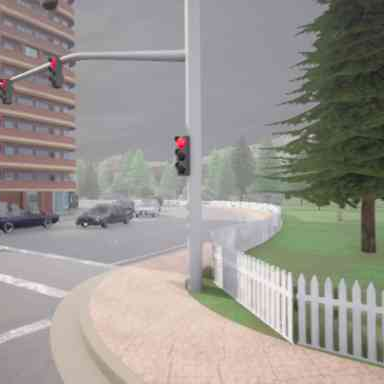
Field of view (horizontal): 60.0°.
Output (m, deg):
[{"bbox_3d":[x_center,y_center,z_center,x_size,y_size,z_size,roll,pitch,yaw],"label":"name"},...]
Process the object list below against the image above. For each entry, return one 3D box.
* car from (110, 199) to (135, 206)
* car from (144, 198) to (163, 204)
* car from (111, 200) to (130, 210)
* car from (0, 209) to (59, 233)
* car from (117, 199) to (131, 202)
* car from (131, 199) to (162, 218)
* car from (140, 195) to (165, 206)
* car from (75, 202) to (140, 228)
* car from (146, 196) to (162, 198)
[{"bbox_3d":[-13.922,2.123,66.728,5.357,1.411,2.033,-1,-1,42],"label":"car"},{"bbox_3d":[-5.226,1.843,43.743,1.812,1.442,4.674,0,0,-13],"label":"car"},{"bbox_3d":[-10.943,1.989,50.395,1.994,1.385,4.181,0,0,-24],"label":"car"},{"bbox_3d":[-11.004,1.815,21.432,1.895,1.301,4.718,-1,0,23],"label":"car"},{"bbox_3d":[-8.098,1.873,40.737,2.033,1.411,5.357,-1,0,-7],"label":"car"},{"bbox_3d":[-4.479,1.761,33.552,1.812,1.442,4.674,-1,0,3],"label":"car"},{"bbox_3d":[-7.867,1.724,65.259,2.150,2.045,5.566,0,-1,-40],"label":"car"},{"bbox_3d":[-6.117,1.730,24.110,2.033,1.411,5.357,-1,0,17],"label":"car"},{"bbox_3d":[-7.428,1.953,58.564,1.837,1.490,4.892,0,-1,-32],"label":"car"}]
